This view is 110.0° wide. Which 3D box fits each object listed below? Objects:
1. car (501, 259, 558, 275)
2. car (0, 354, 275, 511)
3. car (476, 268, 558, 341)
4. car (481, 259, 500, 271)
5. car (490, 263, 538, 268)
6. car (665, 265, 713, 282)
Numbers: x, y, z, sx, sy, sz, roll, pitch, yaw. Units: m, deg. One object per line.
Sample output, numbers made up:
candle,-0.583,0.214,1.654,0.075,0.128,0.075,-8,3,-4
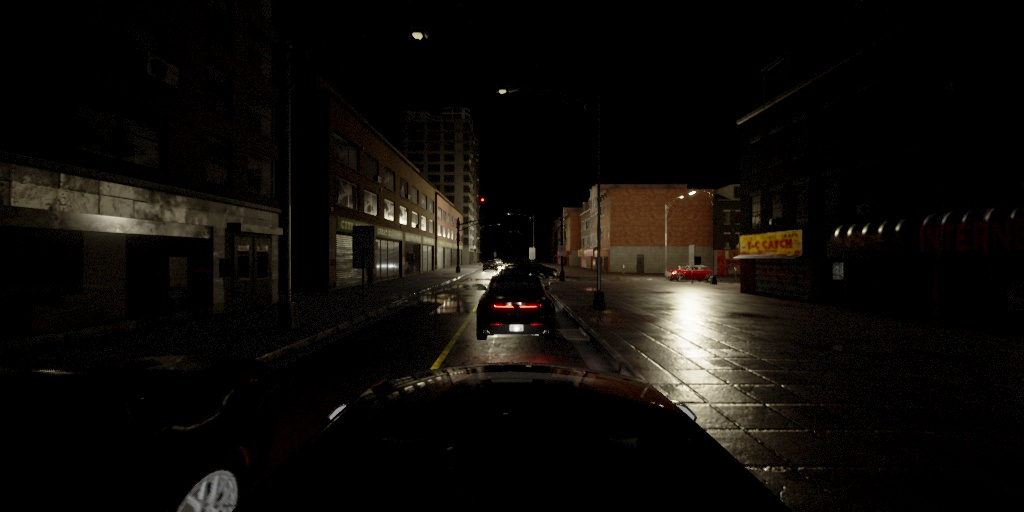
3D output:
car,1.744,1.284,31.791,4.892,1.490,1.837,1,2,37
car,-2.849,1.228,0.801,1.882,1.535,5.008,0,0,0
car,0.086,1.254,9.916,1.837,1.490,4.892,0,0,0
car,-2.882,1.244,47.295,1.837,1.490,4.892,0,0,0
car,0.095,1.295,19.527,2.033,1.411,5.357,0,0,0
car,16.336,1.568,33.113,4.097,1.591,1.967,0,0,0
